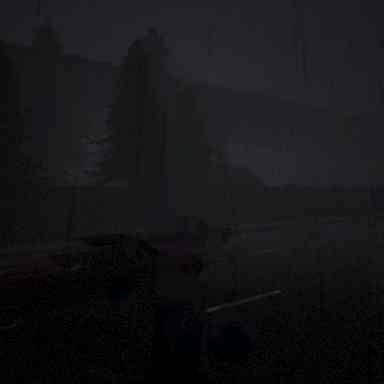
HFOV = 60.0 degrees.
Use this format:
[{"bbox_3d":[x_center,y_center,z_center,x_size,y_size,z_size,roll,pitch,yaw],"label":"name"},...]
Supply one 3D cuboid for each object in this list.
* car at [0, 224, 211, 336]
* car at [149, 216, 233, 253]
[{"bbox_3d":[-2.116,1.588,6.781,4.718,1.301,1.895,0,0,-35],"label":"car"},{"bbox_3d":[-0.867,1.564,11.969,4.718,1.301,1.895,0,0,-35],"label":"car"}]
